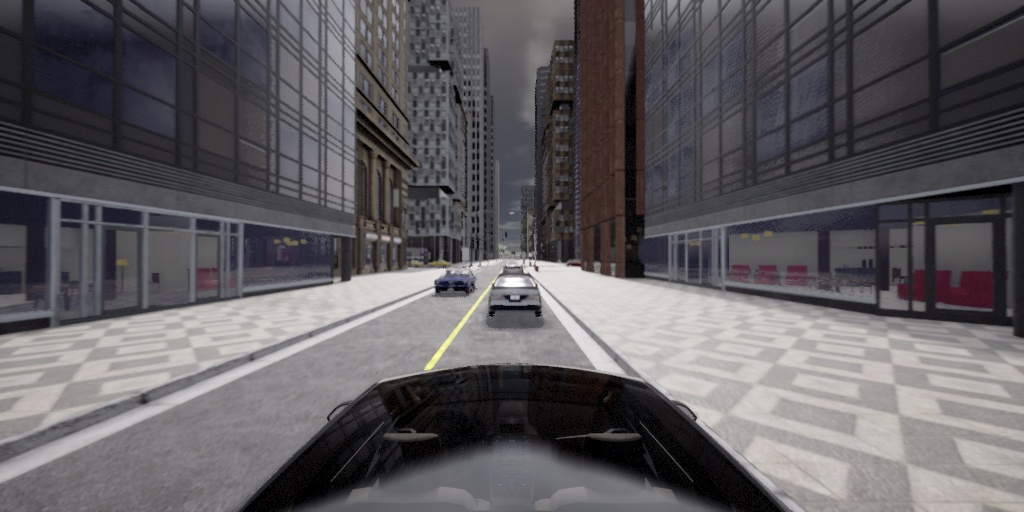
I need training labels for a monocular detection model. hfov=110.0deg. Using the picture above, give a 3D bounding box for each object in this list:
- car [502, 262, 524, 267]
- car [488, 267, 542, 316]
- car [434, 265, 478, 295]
[{"bbox_3d":[0.109,1.325,33.397,2.128,1.511,4.902,0,0,0],"label":"car"},{"bbox_3d":[0.099,1.330,13.528,2.033,1.411,5.357,0,0,0],"label":"car"},{"bbox_3d":[-3.094,1.402,20.372,1.895,1.301,4.718,0,0,0],"label":"car"}]
